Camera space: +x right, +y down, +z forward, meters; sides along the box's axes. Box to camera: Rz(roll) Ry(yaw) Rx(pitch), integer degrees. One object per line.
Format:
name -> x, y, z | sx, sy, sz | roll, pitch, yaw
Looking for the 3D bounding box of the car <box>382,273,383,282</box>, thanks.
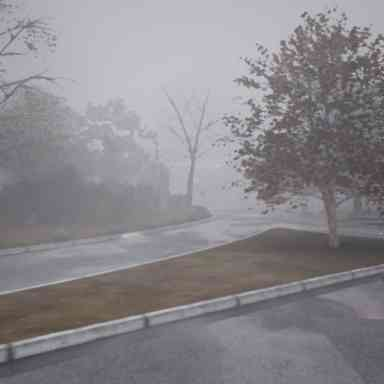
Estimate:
car -> 6.576, 1.605, 7.595 | 5.357, 1.411, 2.033 | 1, 0, -31
